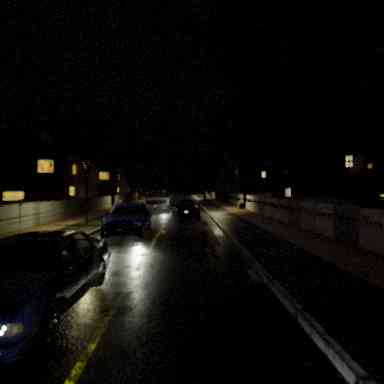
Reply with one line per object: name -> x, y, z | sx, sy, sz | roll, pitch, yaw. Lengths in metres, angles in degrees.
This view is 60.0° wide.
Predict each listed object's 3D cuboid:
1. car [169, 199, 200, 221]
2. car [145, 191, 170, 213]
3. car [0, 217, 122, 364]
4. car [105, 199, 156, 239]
car -> -0.425, 1.300, 24.472 | 1.994, 1.385, 4.181 | 0, 1, -1
car -> -3.338, 0.896, 32.796 | 2.150, 2.045, 5.566 | 0, 0, -1
car -> -2.942, 1.496, 6.394 | 2.033, 1.411, 5.357 | 0, 1, -1
car -> -3.123, 1.316, 16.600 | 1.882, 1.535, 5.008 | 0, 0, -1
